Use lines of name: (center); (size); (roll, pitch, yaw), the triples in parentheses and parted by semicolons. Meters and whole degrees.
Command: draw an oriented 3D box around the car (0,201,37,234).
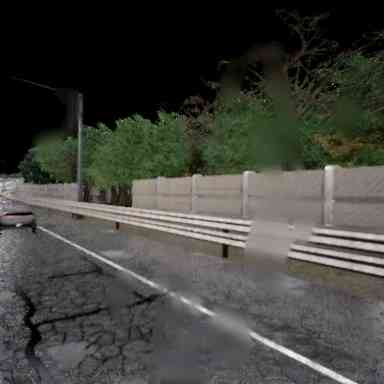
car: (-9.912, 1.422, 18.472); (2.128, 1.511, 4.902); (1, 0, -34)
